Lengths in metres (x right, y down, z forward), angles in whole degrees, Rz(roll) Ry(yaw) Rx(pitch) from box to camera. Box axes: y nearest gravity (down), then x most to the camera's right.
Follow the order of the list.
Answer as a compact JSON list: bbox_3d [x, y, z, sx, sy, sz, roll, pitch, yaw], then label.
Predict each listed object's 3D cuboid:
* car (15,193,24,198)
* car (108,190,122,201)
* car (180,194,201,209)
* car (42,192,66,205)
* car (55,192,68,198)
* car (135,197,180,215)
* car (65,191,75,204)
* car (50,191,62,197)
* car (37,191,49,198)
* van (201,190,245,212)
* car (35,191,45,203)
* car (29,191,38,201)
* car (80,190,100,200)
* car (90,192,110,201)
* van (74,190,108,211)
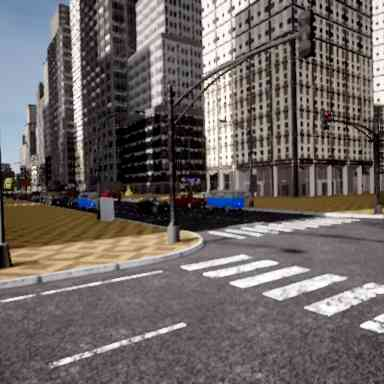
[{"bbox_3d":[-41.380,0.887,79.758,1.802,1.307,4.206,-2,1,-34],"label":"car"},{"bbox_3d":[-12.707,0.564,52.344,2.192,1.841,5.009,-2,1,-34],"label":"car"},{"bbox_3d":[-0.260,0.912,34.018,1.887,1.381,4.507,-2,1,-34],"label":"car"},{"bbox_3d":[-19.638,1.083,47.653,1.947,1.339,4.313,-2,1,-34],"label":"car"},{"bbox_3d":[-31.339,0.618,79.867,2.008,1.369,4.403,-2,1,-34],"label":"car"},{"bbox_3d":[-3.193,1.135,27.984,1.994,1.385,4.181,-2,2,-34],"label":"car"},{"bbox_3d":[-16.100,0.972,47.114,1.812,1.442,4.674,-2,1,-34],"label":"car"},{"bbox_3d":[-34.541,0.561,84.594,1.752,1.417,4.829,-2,1,-34],"label":"car"},{"bbox_3d":[-38.227,0.626,85.235,2.128,1.511,4.902,-2,2,-34],"label":"car"},{"bbox_3d":[2.916,0.735,29.480,1.690,1.788,3.998,-2,1,-34],"label":"van"},{"bbox_3d":[-22.744,1.038,52.238,2.008,1.369,4.403,-2,1,-34],"label":"car"},{"bbox_3d":[-28.955,1.009,61.413,1.802,1.307,4.206,-2,1,-34],"label":"car"},{"bbox_3d":[-18.919,0.504,61.517,2.192,1.841,5.009,-2,1,-34],"label":"car"},{"bbox_3d":[-15.808,0.764,56.935,1.887,1.381,4.507,-2,1,-34],"label":"car"},{"bbox_3d":[-10.324,0.948,33.889,1.690,1.788,3.998,-2,1,-34],"label":"van"}]
